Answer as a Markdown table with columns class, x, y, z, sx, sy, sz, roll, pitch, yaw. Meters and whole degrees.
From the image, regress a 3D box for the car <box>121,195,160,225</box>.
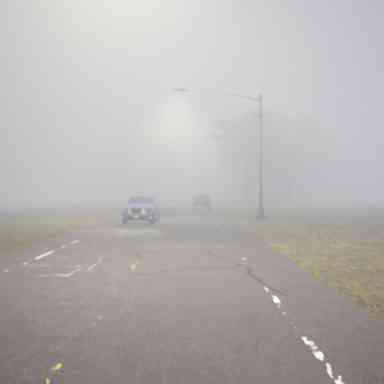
| class | x | y | z | sx | sy | sz | roll | pitch | yaw |
| --- | --- | --- | --- | --- | --- | --- | --- | --- | --- |
| car | -3.604 | 1.212 | 24.181 | 2.150 | 2.045 | 5.566 | 0 | 0 | 0 |

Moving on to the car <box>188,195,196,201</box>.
| class | x | y | z | sx | sy | sz | roll | pitch | yaw |
| --- | --- | --- | --- | --- | --- | --- | --- | --- | --- |
| car | -0.018 | 1.400 | 77.752 | 1.895 | 1.301 | 4.718 | 0 | 0 | 0 |

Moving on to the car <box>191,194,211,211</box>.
| class | x | y | z | sx | sy | sz | roll | pitch | yaw |
| --- | --- | --- | --- | --- | --- | --- | --- | --- | --- |
| car | 1.216 | 1.209 | 41.550 | 2.150 | 2.045 | 5.566 | 0 | 0 | 0 |

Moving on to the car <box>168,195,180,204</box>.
| class | x | y | z | sx | sy | sz | roll | pitch | yaw |
| --- | --- | --- | --- | --- | --- | --- | --- | --- | --- |
| car | -3.527 | 1.326 | 65.026 | 2.097 | 1.767 | 4.553 | 0 | 0 | 0 |

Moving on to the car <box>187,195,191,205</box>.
| class | x | y | z | sx | sy | sz | roll | pitch | yaw |
| --- | --- | --- | --- | --- | --- | --- | --- | --- | --- |
| car | -0.013 | 1.517 | 60.241 | 2.033 | 1.411 | 5.357 | 0 | 0 | 0 |
